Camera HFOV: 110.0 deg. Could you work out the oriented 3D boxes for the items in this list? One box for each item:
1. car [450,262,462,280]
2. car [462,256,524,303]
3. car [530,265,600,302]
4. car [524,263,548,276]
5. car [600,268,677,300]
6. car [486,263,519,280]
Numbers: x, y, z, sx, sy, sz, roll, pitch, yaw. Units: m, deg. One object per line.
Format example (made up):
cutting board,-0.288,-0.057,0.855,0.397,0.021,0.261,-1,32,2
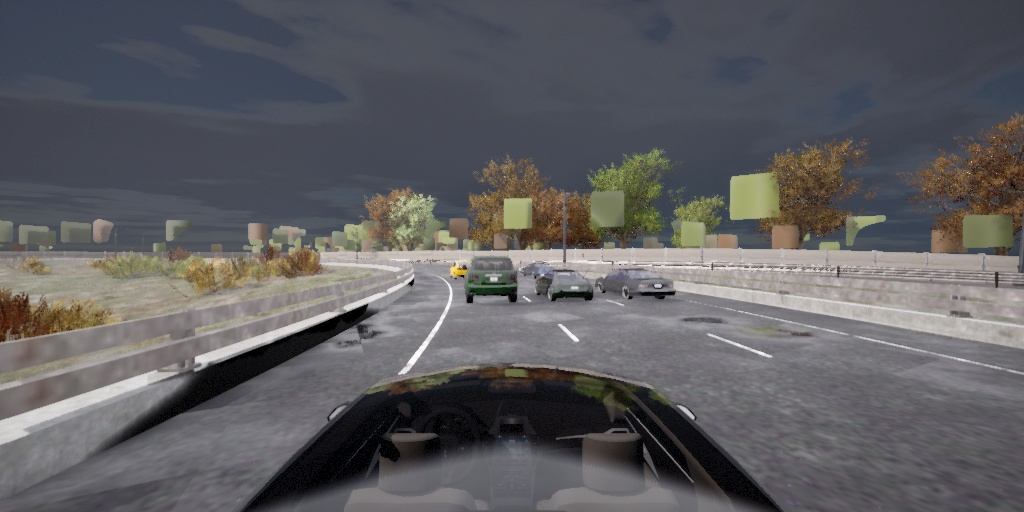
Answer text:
car,-4.332,1.233,31.586,1.882,1.535,5.008,0,0,-16
car,-1.093,1.006,16.728,2.150,2.045,5.566,0,0,-8
car,2.376,1.321,17.197,1.994,1.385,4.181,0,0,-8
car,2.384,1.312,33.561,2.033,1.411,5.357,0,0,-16
car,5.840,1.311,17.696,2.033,1.411,5.357,0,0,-8
car,-0.983,1.365,32.603,1.895,1.301,4.718,0,0,-16
